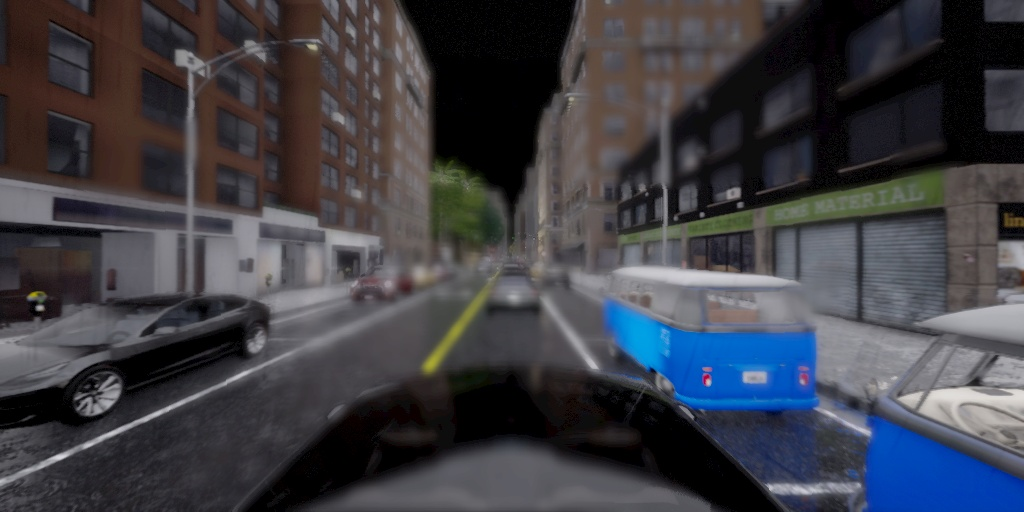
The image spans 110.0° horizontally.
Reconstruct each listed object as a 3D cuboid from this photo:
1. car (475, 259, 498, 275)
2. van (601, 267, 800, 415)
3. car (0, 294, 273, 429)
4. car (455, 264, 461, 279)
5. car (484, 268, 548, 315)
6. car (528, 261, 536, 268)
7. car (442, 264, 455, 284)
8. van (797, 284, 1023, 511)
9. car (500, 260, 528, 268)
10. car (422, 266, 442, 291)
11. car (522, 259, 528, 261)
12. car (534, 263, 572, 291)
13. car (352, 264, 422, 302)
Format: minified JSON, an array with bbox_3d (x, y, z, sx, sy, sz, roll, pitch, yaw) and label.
[{"bbox_3d":[-3.072,1.355,41.101,2.128,1.511,4.902,0,0,0],"label":"car"},{"bbox_3d":[2.670,1.100,5.784,1.690,1.789,3.998,0,0,0],"label":"van"},{"bbox_3d":[-5.855,1.325,5.799,1.948,1.339,4.313,0,0,0],"label":"car"},{"bbox_3d":[-5.843,1.402,33.342,1.948,1.339,4.313,0,0,0],"label":"car"},{"bbox_3d":[0.091,1.343,13.647,1.994,1.385,4.181,0,0,0],"label":"car"},{"bbox_3d":[2.683,1.361,33.493,1.751,1.417,4.829,0,0,0],"label":"car"},{"bbox_3d":[-5.845,1.401,27.834,1.802,1.307,4.207,0,0,0],"label":"car"},{"bbox_3d":[2.668,1.088,0.278,1.690,1.789,3.998,0,0,0],"label":"van"},{"bbox_3d":[0.099,1.327,29.082,1.837,1.490,4.892,0,0,0],"label":"car"},{"bbox_3d":[-5.848,1.328,22.155,1.751,1.417,4.829,0,0,0],"label":"car"},{"bbox_3d":[2.690,1.459,49.845,1.948,1.339,4.313,0,0,0],"label":"car"},{"bbox_3d":[2.678,1.353,22.308,2.007,1.370,4.403,0,0,0],"label":"car"},{"bbox_3d":[-5.850,1.227,16.816,1.967,1.591,4.097,0,0,0],"label":"car"}]
